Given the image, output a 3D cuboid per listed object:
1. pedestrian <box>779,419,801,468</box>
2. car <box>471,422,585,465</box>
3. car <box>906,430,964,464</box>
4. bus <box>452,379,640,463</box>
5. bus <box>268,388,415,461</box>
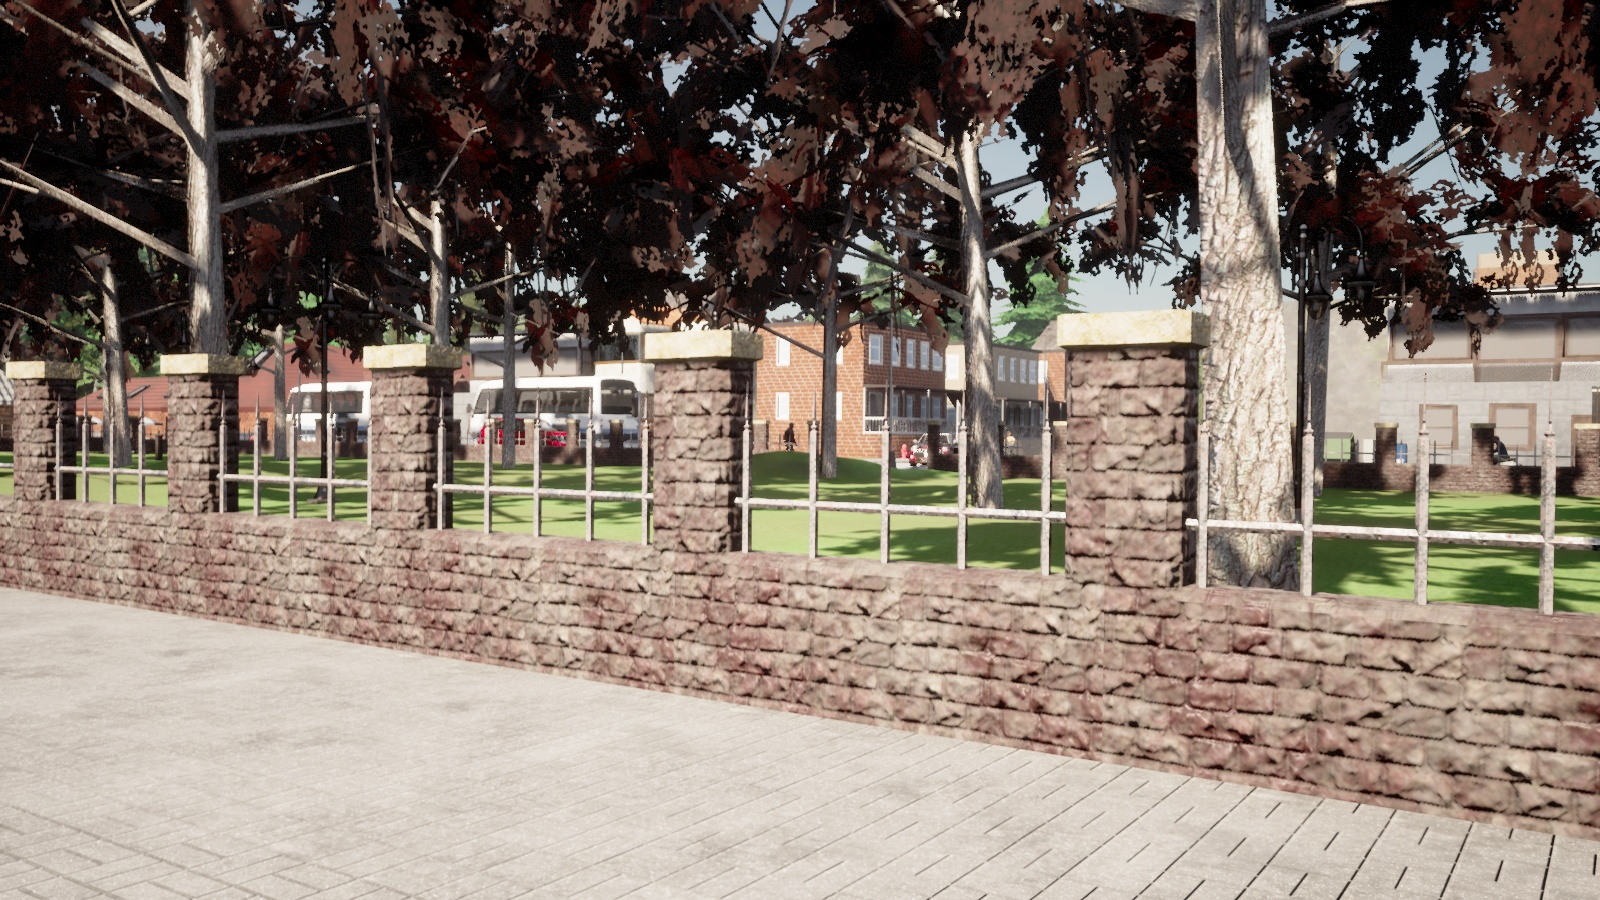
[{"bbox_3d":[-0.379,-0.234,47.641,0.720,1.854,0.376,0,1,34],"label":"pedestrian"},{"bbox_3d":[-13.604,-0.332,62.751,5.566,2.045,2.150,0,1,30],"label":"car"},{"bbox_3d":[6.047,-0.150,56.030,1.970,1.475,3.806,0,1,16],"label":"car"},{"bbox_3d":[-13.808,-1.497,67.802,10.273,4.253,3.944,0,1,35],"label":"bus"},{"bbox_3d":[-28.813,-1.529,78.668,10.273,4.253,3.944,0,0,39],"label":"bus"}]
